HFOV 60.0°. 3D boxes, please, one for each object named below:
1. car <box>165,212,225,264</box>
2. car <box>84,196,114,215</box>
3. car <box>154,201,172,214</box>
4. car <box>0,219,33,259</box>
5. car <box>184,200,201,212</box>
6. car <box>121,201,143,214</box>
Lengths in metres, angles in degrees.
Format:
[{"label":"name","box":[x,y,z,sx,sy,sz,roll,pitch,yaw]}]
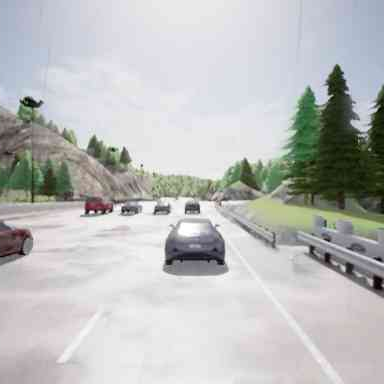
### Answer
[{"label":"car","box":[0.094,1.638,12.162,1.994,1.385,4.181,0,0,0]},{"label":"car","box":[-10.428,1.452,37.654,2.150,2.045,5.566,0,0,0]},{"label":"car","box":[-3.430,1.786,39.387,2.033,1.411,5.357,0,0,0]},{"label":"car","box":[-6.905,1.542,10.484,1.882,1.535,5.008,0,0,0]},{"label":"car","box":[0.065,1.724,40.689,1.882,1.535,5.008,0,0,0]},{"label":"car","box":[-6.928,1.781,38.470,2.033,1.411,5.357,0,0,0]}]
